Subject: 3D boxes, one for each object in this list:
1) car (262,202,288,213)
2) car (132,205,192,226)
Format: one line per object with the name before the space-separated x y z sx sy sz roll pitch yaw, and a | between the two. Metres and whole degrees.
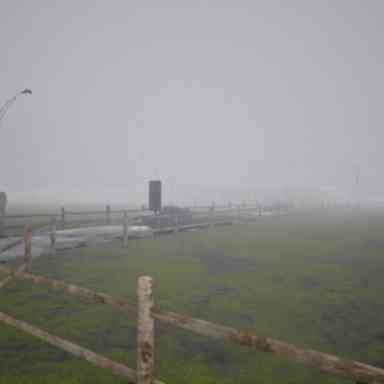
car | 10.936 1.994 43.787 1.895 1.301 4.718 0 0 36
car | -2.170 1.734 25.684 2.033 1.411 5.357 0 0 36
